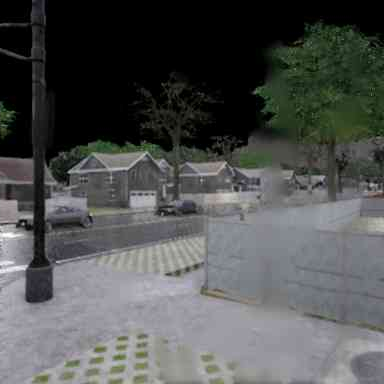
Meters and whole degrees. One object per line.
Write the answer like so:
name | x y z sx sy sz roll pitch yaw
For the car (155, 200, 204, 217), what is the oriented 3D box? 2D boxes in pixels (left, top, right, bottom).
car | -0.972 1.414 29.555 2.033 1.411 5.357 -1 0 34

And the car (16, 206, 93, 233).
car | -7.870 1.500 19.329 1.994 1.385 4.181 -1 0 34

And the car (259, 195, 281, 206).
car | 11.222 1.113 47.475 1.837 1.490 4.892 0 0 34
